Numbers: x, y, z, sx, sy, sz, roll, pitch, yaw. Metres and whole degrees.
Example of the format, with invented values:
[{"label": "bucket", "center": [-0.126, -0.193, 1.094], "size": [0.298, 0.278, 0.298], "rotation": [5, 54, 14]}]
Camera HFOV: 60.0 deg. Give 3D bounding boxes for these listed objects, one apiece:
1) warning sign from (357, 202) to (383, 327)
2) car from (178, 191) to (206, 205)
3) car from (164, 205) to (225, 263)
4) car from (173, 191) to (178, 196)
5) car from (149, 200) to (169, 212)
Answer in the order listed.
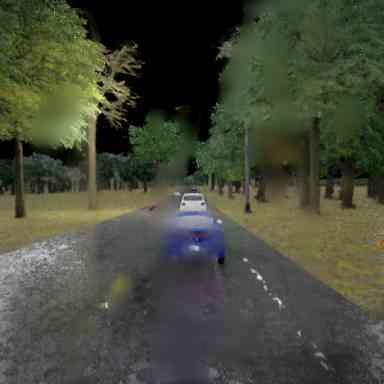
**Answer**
[{"label": "warning sign", "center": [3.561, 1.114, 5.290], "size": [1.300, 1.860, 1.060], "rotation": [1, 1, 0]}, {"label": "car", "center": [0.097, 1.154, 30.041], "size": [2.150, 2.045, 5.566], "rotation": [0, 0, 0]}, {"label": "car", "center": [0.087, 1.461, 12.016], "size": [1.882, 1.535, 5.008], "rotation": [0, 0, 0]}, {"label": "car", "center": [-3.493, 0.616, 78.538], "size": [1.812, 1.442, 4.674], "rotation": [0, 1, 0]}, {"label": "car", "center": [-3.594, 1.510, 36.611], "size": [1.895, 1.301, 4.718], "rotation": [0, 0, 0]}]
